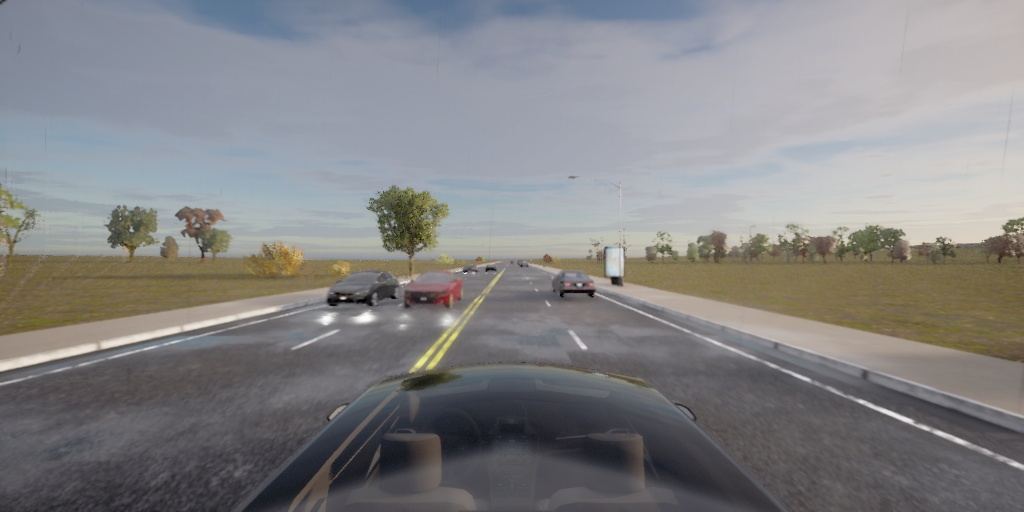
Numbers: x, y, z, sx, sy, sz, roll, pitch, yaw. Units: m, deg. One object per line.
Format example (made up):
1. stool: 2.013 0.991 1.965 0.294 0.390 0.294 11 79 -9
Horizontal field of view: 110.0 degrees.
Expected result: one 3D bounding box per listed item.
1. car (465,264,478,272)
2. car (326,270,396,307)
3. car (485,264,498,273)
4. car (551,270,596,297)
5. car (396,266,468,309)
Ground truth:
1. car: -6.554 1.912 57.236 1.994 1.385 4.181 0 -1 0
2. car: -6.601 1.416 16.438 1.837 1.490 4.892 0 -1 0
3. car: -3.300 1.948 57.181 1.895 1.301 4.718 0 -1 1
4. car: 3.348 1.500 20.292 2.033 1.411 5.357 0 -1 0
5. car: -3.352 1.385 16.109 1.882 1.535 5.008 0 -1 0
